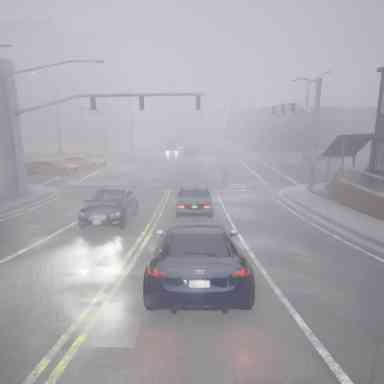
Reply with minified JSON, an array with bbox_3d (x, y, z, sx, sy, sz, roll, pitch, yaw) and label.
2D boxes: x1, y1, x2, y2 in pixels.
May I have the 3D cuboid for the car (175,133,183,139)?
[{"bbox_3d":[-3.395,-14.792,87.998,1.812,1.442,4.674,0,12,0],"label":"car"}]

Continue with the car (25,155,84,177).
[{"bbox_3d":[-13.172,-2.308,30.933,5.008,1.535,1.882,0,12,2],"label":"car"}]

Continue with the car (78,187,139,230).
[{"bbox_3d":[-3.601,0.609,14.972,2.128,1.511,4.902,0,7,0],"label":"car"}]

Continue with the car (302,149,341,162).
[{"bbox_3d":[16.167,-4.551,41.341,4.674,1.442,1.812,0,12,0],"label":"car"}]

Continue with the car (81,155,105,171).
[{"bbox_3d":[-11.536,-3.072,34.409,5.008,1.535,1.882,0,12,0],"label":"car"}]

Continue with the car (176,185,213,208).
[{"bbox_3d":[0.114,0.361,17.270,2.033,1.411,5.357,0,8,0],"label":"car"}]

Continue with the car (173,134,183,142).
[{"bbox_3d":[-3.418,-10.490,68.408,2.128,1.511,4.902,0,12,0],"label":"car"}]

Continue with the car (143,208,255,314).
[{"bbox_3d":[0.112,1.346,7.385,1.994,1.385,4.181,0,3,0],"label":"car"}]

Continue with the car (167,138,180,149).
[{"bbox_3d":[-3.502,-8.294,58.761,1.895,1.301,4.718,0,12,-2],"label":"car"}]

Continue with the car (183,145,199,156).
[{"bbox_3d":[-0.133,-6.193,48.737,1.837,1.490,4.892,2,13,6],"label":"car"}]
